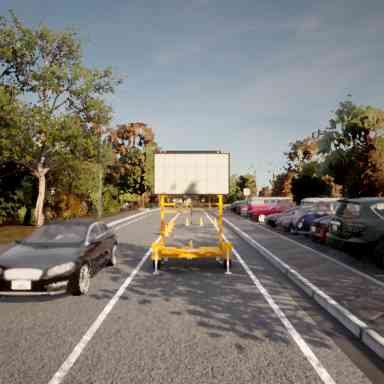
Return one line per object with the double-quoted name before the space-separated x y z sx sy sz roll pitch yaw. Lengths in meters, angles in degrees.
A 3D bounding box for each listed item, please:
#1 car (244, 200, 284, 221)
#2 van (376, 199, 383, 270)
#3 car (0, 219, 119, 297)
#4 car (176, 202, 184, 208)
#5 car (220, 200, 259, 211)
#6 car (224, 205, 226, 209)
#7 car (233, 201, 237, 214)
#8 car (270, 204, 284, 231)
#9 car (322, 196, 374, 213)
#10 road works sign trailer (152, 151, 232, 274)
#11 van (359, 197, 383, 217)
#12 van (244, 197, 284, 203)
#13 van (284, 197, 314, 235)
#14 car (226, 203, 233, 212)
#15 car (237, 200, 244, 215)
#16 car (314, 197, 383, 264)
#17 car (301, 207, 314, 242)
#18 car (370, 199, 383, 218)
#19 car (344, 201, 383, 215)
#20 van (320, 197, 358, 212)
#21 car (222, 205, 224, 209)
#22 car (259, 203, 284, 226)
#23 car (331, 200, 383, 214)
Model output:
"car" 7.103 1.650 26.893 5.008 1.535 2.097 0 -1 0
"van" 6.943 1.234 7.481 4.442 1.987 1.878 0 0 0
"car" -3.246 1.511 8.779 2.128 1.511 4.902 0 0 0
"car" -3.142 3.340 86.861 2.097 1.767 4.553 0 -3 0
"car" 6.955 1.981 49.085 5.366 1.575 1.946 0 -1 0
"car" 7.136 1.874 43.545 5.008 1.535 2.097 0 -1 0
"car" 7.143 1.786 35.221 4.792 1.488 2.163 0 -1 0
"car" 7.084 1.583 18.565 4.674 1.452 2.002 0 -1 0
"car" 20.237 1.616 43.301 5.566 2.045 2.435 0 -1 0
"road works sign trailer" -0.016 0.492 10.603 2.380 3.560 2.880 0 0 -1
"van" 20.310 1.527 34.994 4.442 1.987 1.878 0 -1 0
"van" 7.219 1.460 29.672 4.442 1.987 1.878 0 -1 0
"van" 6.959 1.281 15.793 4.442 1.987 1.878 0 -1 0
"car" 7.091 1.541 38.001 5.566 2.045 2.435 0 -1 0
"car" 7.111 1.761 32.445 4.674 1.452 2.002 0 -1 0
"car" 7.093 1.200 10.257 5.566 2.045 2.435 0 0 0
"car" 7.099 1.501 13.007 4.792 1.488 2.163 0 0 0
"car" 20.156 1.592 32.224 4.553 1.767 2.185 0 -1 0
"car" 20.192 1.789 37.762 4.892 1.521 2.231 0 -1 0
"van" 20.332 1.696 46.192 4.442 1.987 1.878 0 -1 0
"car" 7.141 1.926 46.317 4.892 1.521 2.231 0 -1 0
"car" 7.056 1.608 21.343 4.792 1.488 2.163 0 -1 0
"car" 20.019 1.823 40.529 5.366 1.575 1.946 0 -1 0
